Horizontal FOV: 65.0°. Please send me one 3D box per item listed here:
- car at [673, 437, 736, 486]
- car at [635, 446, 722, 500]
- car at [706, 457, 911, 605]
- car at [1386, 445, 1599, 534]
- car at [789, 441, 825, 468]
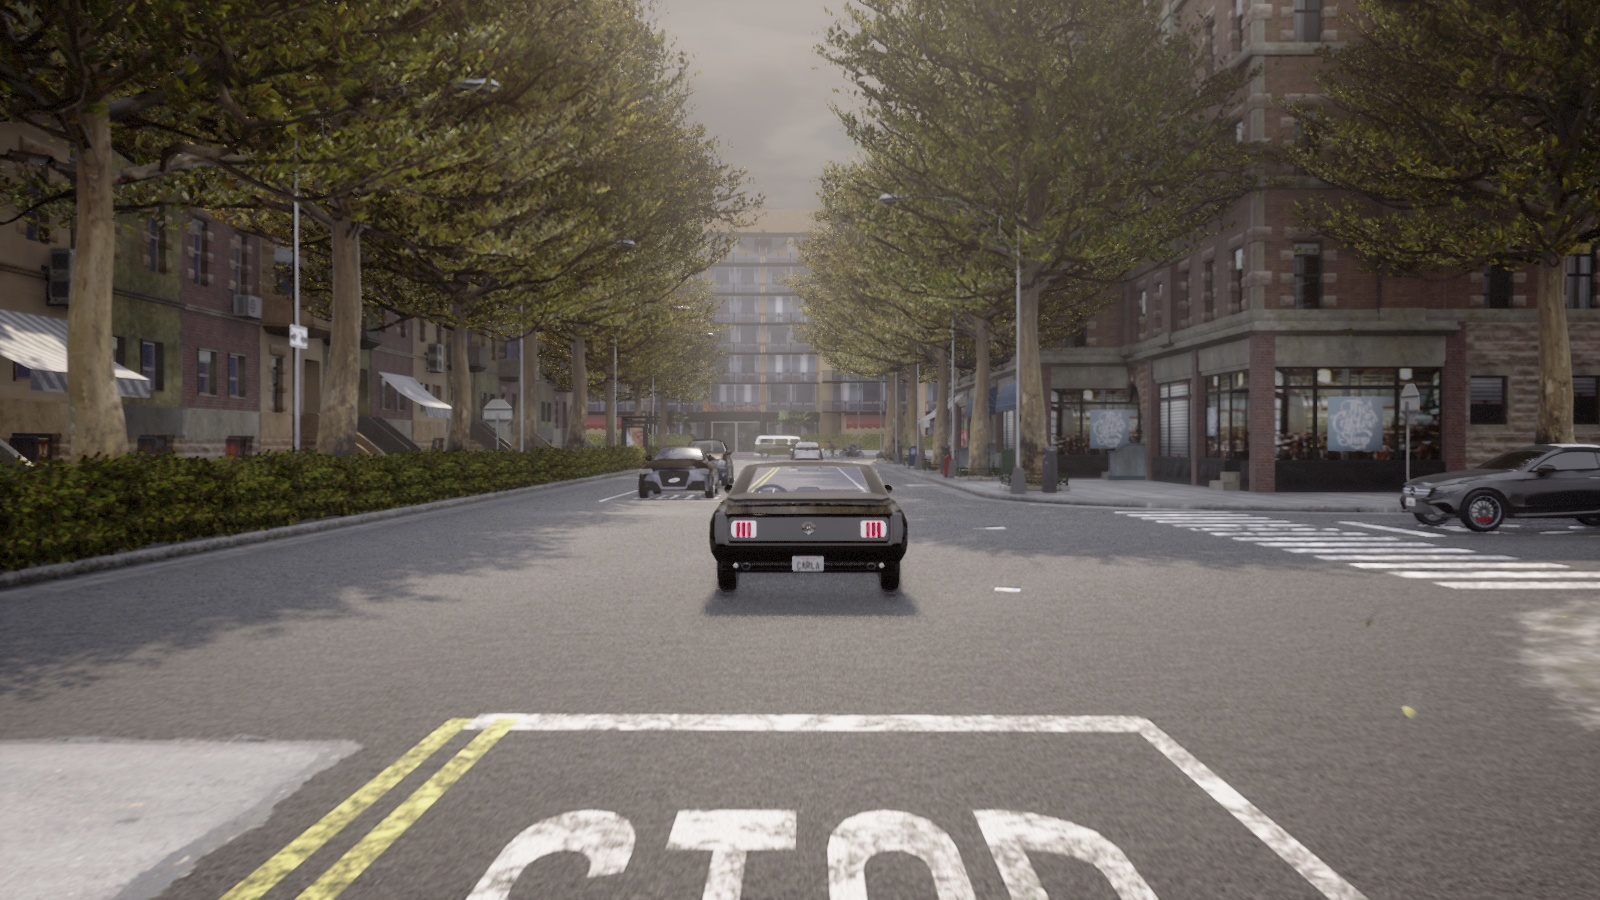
[{"bbox_3d":[-3.247,0.368,43.505,1.851,1.617,3.988,0,0,0],"label":"car"},{"bbox_3d":[-3.292,0.589,34.709,1.994,1.385,4.181,0,0,0],"label":"car"},{"bbox_3d":[0.091,0.759,13.937,1.895,1.301,4.718,0,0,0],"label":"car"},{"bbox_3d":[12.737,0.648,21.360,4.674,1.442,1.812,0,0,0],"label":"car"},{"bbox_3d":[0.407,0.241,71.797,2.007,1.525,4.514,0,0,0],"label":"car"}]
